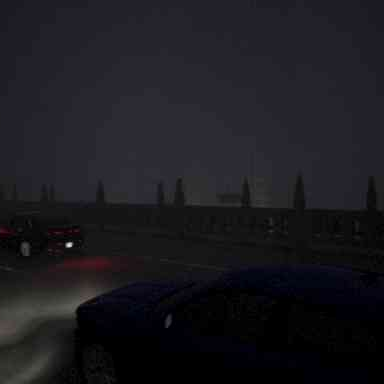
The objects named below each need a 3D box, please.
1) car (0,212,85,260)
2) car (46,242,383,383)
[{"bbox_3d":[-6.065,1.497,12.407,4.892,1.490,1.837,0,0,34],"label":"car"},{"bbox_3d":[0.855,1.475,3.350,5.008,1.535,1.882,0,0,35],"label":"car"}]
